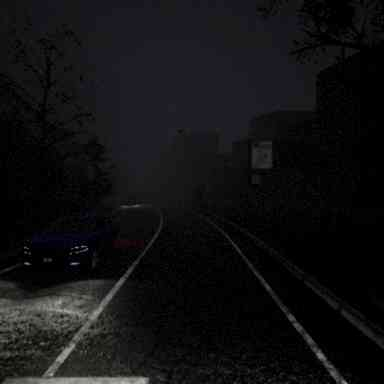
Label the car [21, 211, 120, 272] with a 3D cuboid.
[{"bbox_3d":[-3.648,1.431,10.836,1.882,1.535,5.008,0,0,-1],"label":"car"}]

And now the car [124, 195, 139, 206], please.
[{"bbox_3d":[-9.879,1.240,54.175,2.097,1.767,4.553,-2,0,-16],"label":"car"}]

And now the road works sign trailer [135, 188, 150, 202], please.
[{"bbox_3d":[-9.725,0.580,65.694,2.380,2.880,3.560,-2,1,-28],"label":"road works sign trailer"}]
